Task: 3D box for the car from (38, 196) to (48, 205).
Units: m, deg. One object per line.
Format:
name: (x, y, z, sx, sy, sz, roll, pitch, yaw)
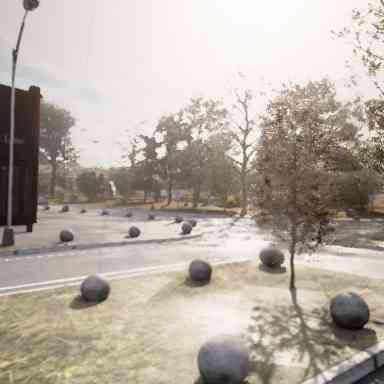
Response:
car: (-23.697, 1.299, 50.343, 4.181, 1.385, 1.994, 2, 0, 35)
